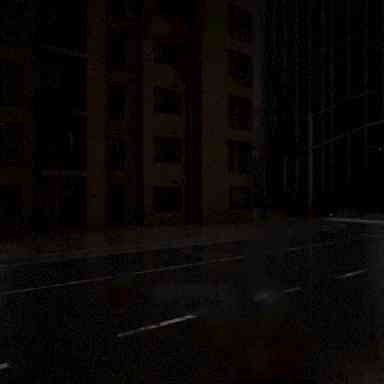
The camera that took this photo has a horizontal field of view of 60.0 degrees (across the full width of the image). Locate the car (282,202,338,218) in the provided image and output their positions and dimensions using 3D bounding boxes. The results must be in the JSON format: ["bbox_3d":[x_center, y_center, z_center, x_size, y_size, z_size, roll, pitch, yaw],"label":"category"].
[{"bbox_3d":[10.501,1.601,29.914,1.895,1.301,4.718,0,0,-35],"label":"car"}]

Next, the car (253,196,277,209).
[{"bbox_3d":[9.112,1.352,44.519,2.097,1.767,4.553,0,0,-35],"label":"car"}]
